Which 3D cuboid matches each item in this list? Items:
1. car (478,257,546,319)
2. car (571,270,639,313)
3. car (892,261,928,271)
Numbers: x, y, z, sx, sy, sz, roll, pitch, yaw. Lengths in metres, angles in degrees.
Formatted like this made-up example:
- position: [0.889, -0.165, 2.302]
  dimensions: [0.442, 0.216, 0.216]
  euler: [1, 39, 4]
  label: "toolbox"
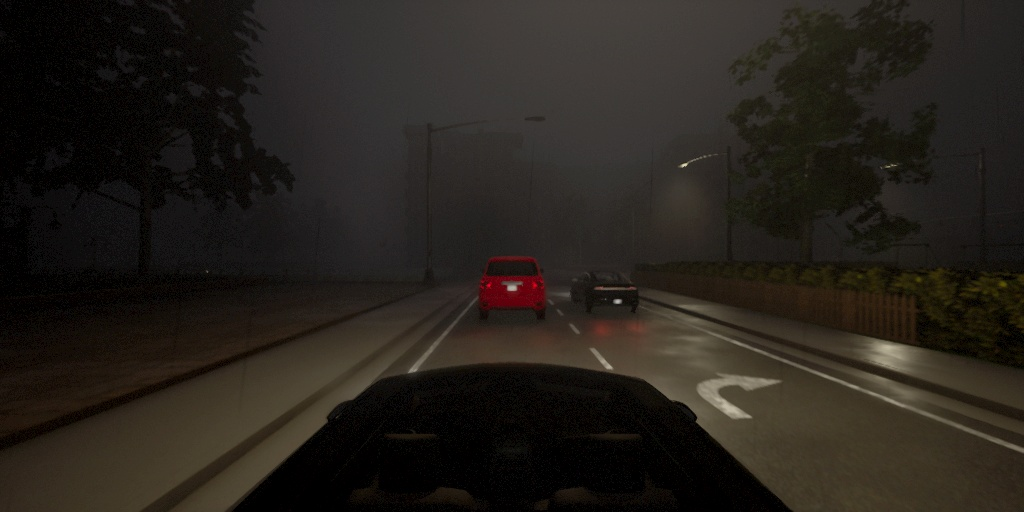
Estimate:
- position: [0.028, 1.045, 13.242]
  dimensions: [2.150, 2.045, 5.566]
  euler: [0, 0, 0]
  label: "car"
- position: [3.541, 1.320, 14.355]
  dimensions: [2.128, 1.511, 4.902]
  euler: [0, 0, 1]
  label: "car"
- position: [41.564, 1.331, 38.470]
  dimensions: [4.553, 1.767, 2.097]
  euler: [0, 0, 1]
  label: "car"
